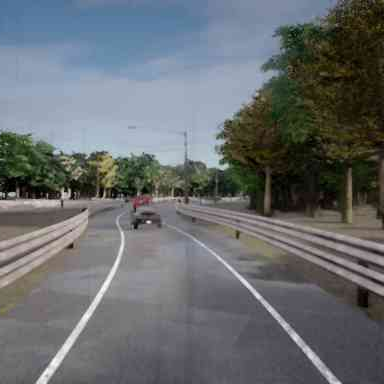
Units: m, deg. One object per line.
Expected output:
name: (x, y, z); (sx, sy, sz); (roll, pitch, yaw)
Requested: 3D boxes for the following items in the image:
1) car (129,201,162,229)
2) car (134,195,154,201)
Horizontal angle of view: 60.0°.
car: (-3.321, 1.691, 23.636); (1.837, 1.490, 4.892); (0, 0, -14)
car: (-6.208, 1.430, 42.937); (2.150, 2.045, 5.566); (-1, 0, -2)
